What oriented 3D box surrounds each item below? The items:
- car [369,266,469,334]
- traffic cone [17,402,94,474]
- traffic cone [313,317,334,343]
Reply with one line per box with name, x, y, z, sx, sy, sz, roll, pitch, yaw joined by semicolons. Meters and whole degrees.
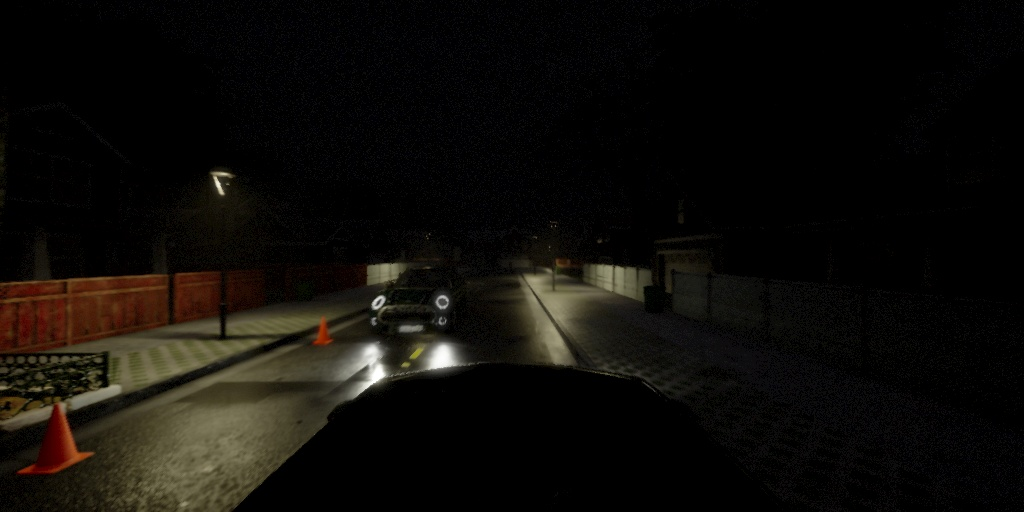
car;-2.518;1.134;10.703;2.097;1.767;4.553;0;0;-1
traffic cone;-4.418;1.725;3.483;0.340;0.580;0.340;0;0;0
traffic cone;-4.455;1.738;8.483;0.340;0.580;0.340;0;0;0
